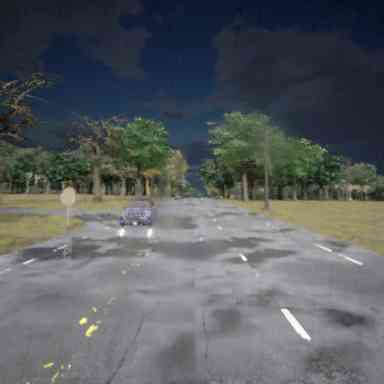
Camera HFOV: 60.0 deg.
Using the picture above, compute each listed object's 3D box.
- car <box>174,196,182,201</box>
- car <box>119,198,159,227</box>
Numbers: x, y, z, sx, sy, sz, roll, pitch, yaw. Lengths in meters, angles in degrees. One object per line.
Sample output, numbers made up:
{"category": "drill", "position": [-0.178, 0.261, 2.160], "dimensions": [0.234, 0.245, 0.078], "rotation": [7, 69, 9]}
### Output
{"category": "car", "position": [-3.530, 1.631, 84.694], "dimensions": [2.033, 1.411, 5.357], "rotation": [0, 0, 0]}
{"category": "car", "position": [-3.493, 1.301, 22.534], "dimensions": [2.097, 1.767, 4.553], "rotation": [0, 1, 0]}
